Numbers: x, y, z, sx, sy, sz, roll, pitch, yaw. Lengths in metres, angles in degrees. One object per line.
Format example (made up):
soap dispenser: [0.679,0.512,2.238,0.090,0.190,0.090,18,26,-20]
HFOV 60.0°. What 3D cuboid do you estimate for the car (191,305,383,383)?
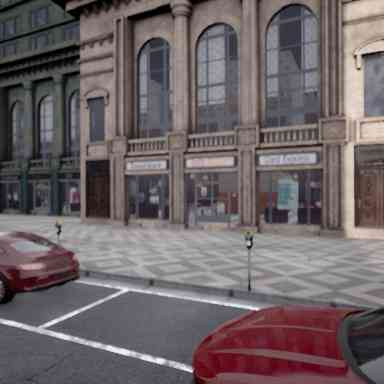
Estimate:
car: [2.386,1.478,2.302,5.008,1.535,1.882,0,0,24]

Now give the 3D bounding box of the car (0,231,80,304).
car: [-4.542,1.578,7.788,4.206,1.307,1.802,0,0,25]
